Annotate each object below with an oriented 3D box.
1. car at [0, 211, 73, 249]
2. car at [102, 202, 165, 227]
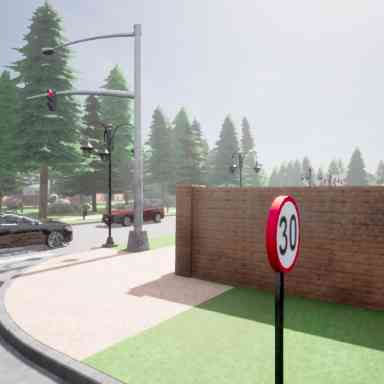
[{"bbox_3d":[-6.971,1.479,12.478,2.128,1.511,4.902,1,0,43],"label":"car"},{"bbox_3d":[-3.991,1.464,23.142,1.882,1.535,5.008,0,0,35],"label":"car"}]
